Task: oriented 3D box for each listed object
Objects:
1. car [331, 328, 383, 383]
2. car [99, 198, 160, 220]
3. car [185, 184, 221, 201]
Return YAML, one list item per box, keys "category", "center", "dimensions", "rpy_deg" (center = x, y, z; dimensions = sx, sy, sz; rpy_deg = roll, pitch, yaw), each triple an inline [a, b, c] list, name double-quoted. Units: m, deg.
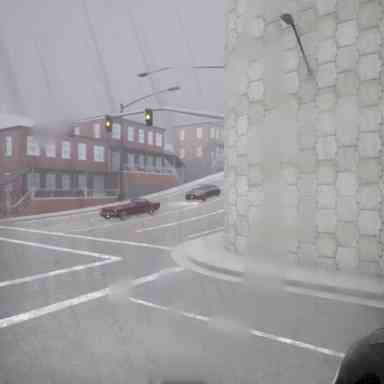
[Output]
- category: "car"
  center: [3.308, 1.492, 1.604]
  dimensions: [4.902, 1.511, 2.128]
  rpy_deg: [0, 0, 36]
- category: "car"
  center: [-4.560, 1.187, 24.729]
  dimensions: [1.895, 1.301, 4.718]
  rpy_deg: [0, 5, 35]
- category: "car"
  center: [1.104, -0.040, 32.727]
  dimensions: [1.994, 1.385, 4.181]
  rpy_deg: [0, 9, 35]
